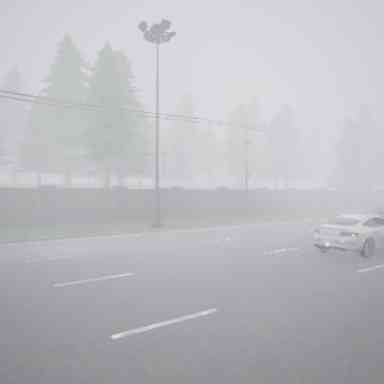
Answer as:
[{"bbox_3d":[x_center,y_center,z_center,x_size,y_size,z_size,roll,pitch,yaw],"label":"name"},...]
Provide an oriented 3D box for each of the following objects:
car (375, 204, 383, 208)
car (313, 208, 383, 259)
[{"bbox_3d":[18.287,1.578,29.724,5.357,1.411,2.033,0,0,-36],"label":"car"},{"bbox_3d":[6.507,1.537,12.699,4.674,1.442,1.812,0,0,-36],"label":"car"}]
